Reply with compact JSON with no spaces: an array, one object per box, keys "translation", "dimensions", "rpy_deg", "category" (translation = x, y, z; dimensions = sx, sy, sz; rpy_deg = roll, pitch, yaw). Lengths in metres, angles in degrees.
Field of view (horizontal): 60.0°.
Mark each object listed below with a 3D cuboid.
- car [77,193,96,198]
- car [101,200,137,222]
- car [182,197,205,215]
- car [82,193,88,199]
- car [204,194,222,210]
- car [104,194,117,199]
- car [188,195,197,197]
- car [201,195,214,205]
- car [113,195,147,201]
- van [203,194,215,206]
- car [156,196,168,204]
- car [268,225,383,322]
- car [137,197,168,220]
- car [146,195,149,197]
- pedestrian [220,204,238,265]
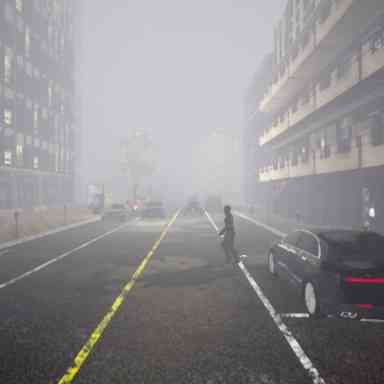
[{"translation":[-27.480,0.959,86.953],"dimensions":[4.313,1.339,1.947],"rpy_deg":[1,-1,-1],"category":"car"},{"translation":[-5.693,1.544,25.443],"dimensions":[1.802,1.307,4.206],"rpy_deg":[0,0,0],"category":"car"},{"translation":[0.086,1.477,33.196],"dimensions":[1.812,1.442,4.674],"rpy_deg":[0,0,0],"category":"car"},{"translation":[-27.372,0.743,78.577],"dimensions":[5.009,1.841,2.192],"rpy_deg":[1,-1,-1],"category":"car"},{"translation":[2.686,1.255,42.097],"dimensions":[2.192,1.841,5.009],"rpy_deg":[0,0,0],"category":"car"},{"translation":[-22.035,1.020,87.103],"dimensions":[4.829,1.417,1.752],"rpy_deg":[1,-1,-1],"category":"car"},{"translation":[0.080,1.286,48.551],"dimensions":[2.097,1.767,4.553],"rpy_deg":[0,0,0],"category":"car"},{"translation":[2.685,1.362,58.750],"dimensions":[1.967,1.590,4.097],"rpy_deg":[0,0,0],"category":"car"},{"translation":[-5.694,1.394,30.994],"dimensions":[1.967,1.590,4.097],"rpy_deg":[0,0,0],"category":"car"},{"translation":[2.686,1.268,53.199],"dimensions":[1.690,1.788,3.998],"rpy_deg":[0,0,0],"category":"van"},{"translation":[-5.695,1.482,63.995],"dimensions":[1.947,1.339,4.313],"rpy_deg":[0,0,0],"category":"car"},{"translation":[3.000,1.494,7.303],"dimensions":[1.837,1.490,4.892],"rpy_deg":[0,0,0],"category":"car"},{"translation":[-3.101,1.436,28.043],"dimensions":[1.882,1.535,5.008],"rpy_deg":[0,0,0],"category":"car"},{"translation":[-5.694,1.262,36.544],"dimensions":[2.192,1.841,5.009],"rpy_deg":[0,0,0],"category":"car"},{"translation":[1.132,1.278,10.214],"dimensions":[0.375,1.860,0.375],"rpy_deg":[0,0,-1],"category":"pedestrian"}]
